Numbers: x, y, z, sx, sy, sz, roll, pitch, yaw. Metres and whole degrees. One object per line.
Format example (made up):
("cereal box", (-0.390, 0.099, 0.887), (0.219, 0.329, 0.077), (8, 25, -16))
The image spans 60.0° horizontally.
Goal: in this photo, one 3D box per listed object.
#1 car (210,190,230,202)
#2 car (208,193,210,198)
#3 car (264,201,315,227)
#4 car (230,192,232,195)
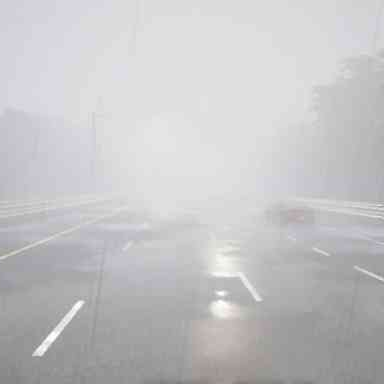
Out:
("car", (4.434, 0.818, 53.459), (1.812, 1.442, 4.674), (1, 1, -3))
("car", (4.455, 0.582, 69.235), (1.812, 1.442, 4.674), (1, 1, 4))
("car", (5.959, 1.276, 20.831), (1.882, 1.535, 5.008), (1, 1, -3))
("car", (9.783, 0.299, 93.461), (1.812, 1.442, 4.674), (1, 1, 22))
